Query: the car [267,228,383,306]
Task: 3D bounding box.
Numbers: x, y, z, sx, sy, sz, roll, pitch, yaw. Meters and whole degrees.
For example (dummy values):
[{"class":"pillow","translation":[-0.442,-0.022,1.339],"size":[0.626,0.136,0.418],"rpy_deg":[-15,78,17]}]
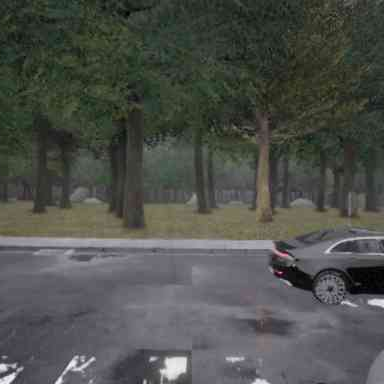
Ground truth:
[{"class":"car","translation":[4.277,1.638,7.787],"size":[4.902,1.511,2.128],"rpy_deg":[1,1,0]}]
